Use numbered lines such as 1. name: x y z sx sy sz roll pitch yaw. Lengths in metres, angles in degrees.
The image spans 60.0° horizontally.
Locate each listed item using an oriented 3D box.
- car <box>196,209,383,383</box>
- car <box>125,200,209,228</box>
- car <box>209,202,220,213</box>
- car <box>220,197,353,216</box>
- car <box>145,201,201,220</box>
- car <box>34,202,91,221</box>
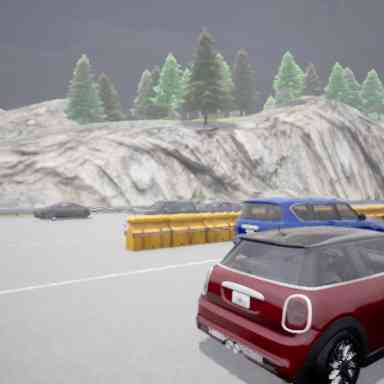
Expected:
1. car: 2.357 1.333 5.283 4.553 1.767 2.097 0 0 -34
2. car: -1.626 1.292 19.640 4.553 1.767 2.097 0 0 -32
3. car: 2.144 1.482 25.993 4.181 1.385 1.994 0 0 -30
4. car: 3.833 1.185 10.431 5.566 2.045 2.150 0 0 -32
5. car: -1.575 1.480 27.855 4.181 1.385 1.994 0 0 -31
6. car: -10.278 1.493 26.517 4.181 1.385 1.994 0 0 -33
